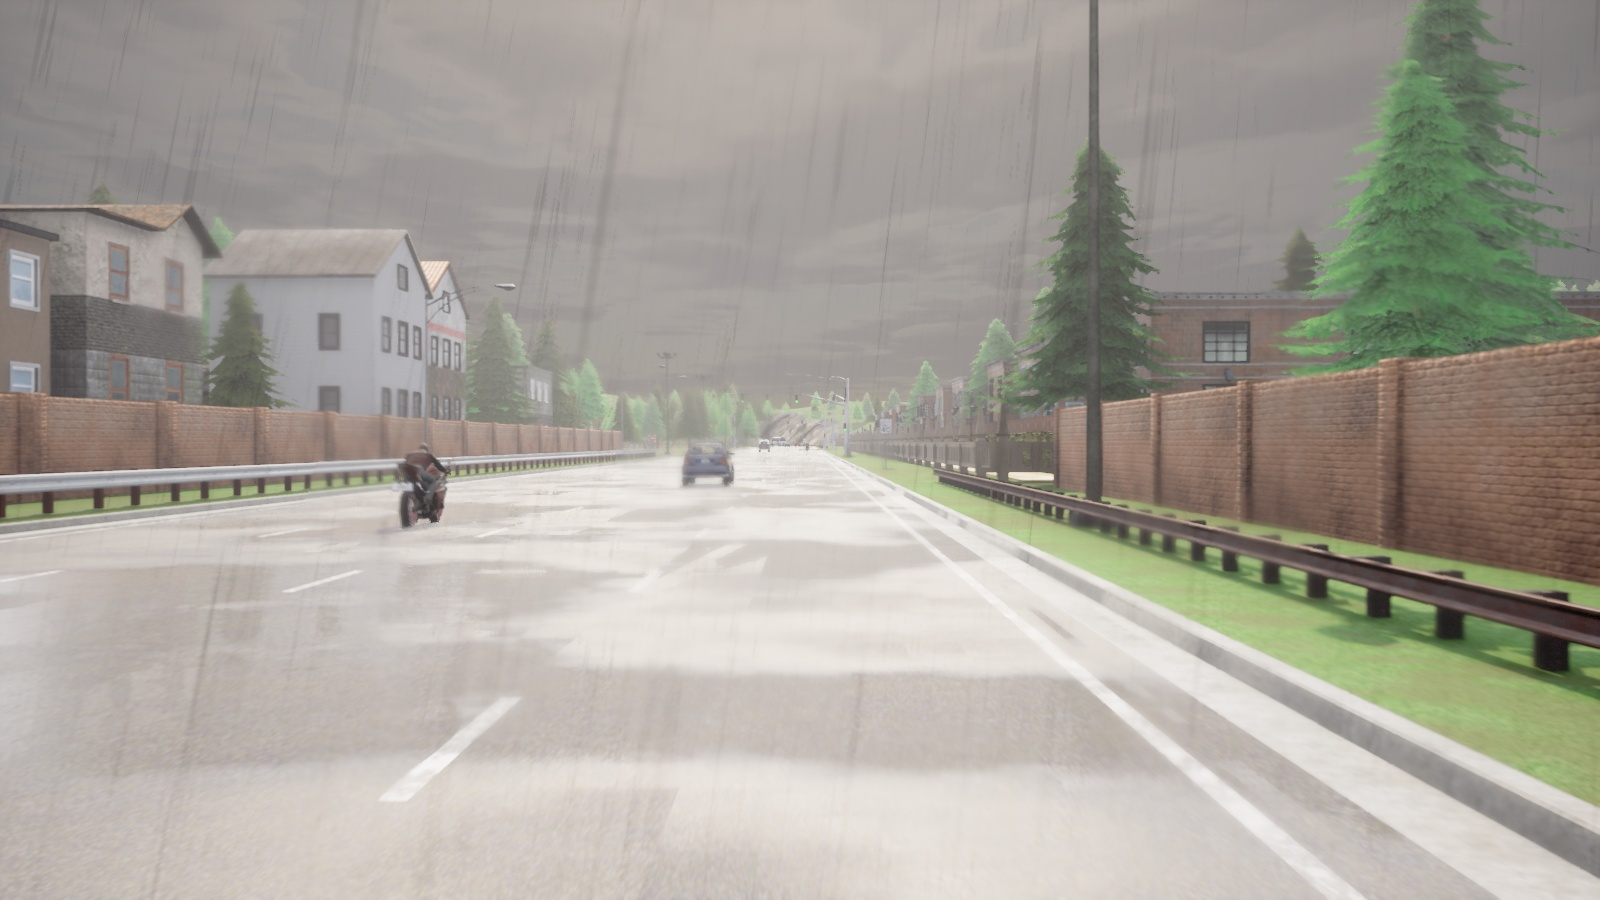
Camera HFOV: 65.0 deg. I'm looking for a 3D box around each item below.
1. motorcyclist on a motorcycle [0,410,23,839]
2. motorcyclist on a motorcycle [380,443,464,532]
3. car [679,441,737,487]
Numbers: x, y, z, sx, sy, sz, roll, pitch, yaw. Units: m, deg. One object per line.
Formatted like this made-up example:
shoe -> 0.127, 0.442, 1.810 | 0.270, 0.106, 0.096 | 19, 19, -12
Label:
motorcyclist on a motorcycle -> -3.463, 0.672, 3.794 | 0.766, 1.649, 2.350 | 0, 0, 0
motorcyclist on a motorcycle -> -6.855, 0.647, 22.889 | 0.866, 1.530, 2.191 | 0, 0, 0
car -> -3.230, 0.470, 44.816 | 1.789, 1.549, 3.705 | 0, 0, 0
